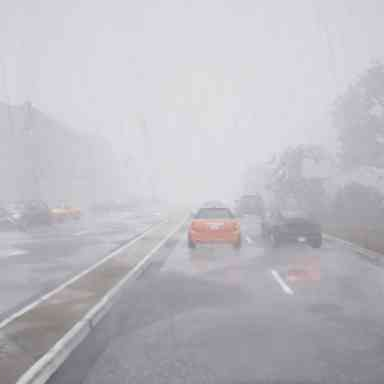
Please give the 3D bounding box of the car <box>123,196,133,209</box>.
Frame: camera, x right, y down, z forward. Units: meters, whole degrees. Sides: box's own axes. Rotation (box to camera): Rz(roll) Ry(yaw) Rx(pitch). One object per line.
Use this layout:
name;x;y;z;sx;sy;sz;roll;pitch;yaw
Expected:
car;-9.498;1.561;43.090;2.002;1.452;4.674;0;0;3

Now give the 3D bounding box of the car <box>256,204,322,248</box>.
car;4.243;1.517;14.781;1.837;1.490;4.892;0;0;3

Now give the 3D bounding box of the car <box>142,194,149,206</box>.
car;-8.879;1.408;54.026;2.185;1.767;4.553;0;0;3

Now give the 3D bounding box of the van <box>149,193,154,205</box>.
van;-8.575;1.314;59.395;1.878;1.987;4.442;0;0;3

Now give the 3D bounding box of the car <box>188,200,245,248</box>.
car;0.996;1.377;14.947;2.097;1.767;4.553;0;0;3

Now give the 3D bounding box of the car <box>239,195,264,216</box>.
car;5.134;1.272;29.818;2.150;2.045;5.566;0;0;3

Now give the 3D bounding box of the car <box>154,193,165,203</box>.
car;-7.938;1.302;70.641;2.435;2.045;5.566;0;0;3

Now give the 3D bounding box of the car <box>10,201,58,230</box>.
car;-10.748;1.369;21.053;2.185;1.767;4.553;0;0;3

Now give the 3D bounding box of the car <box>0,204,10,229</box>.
car;-11.070;1.485;15.319;1.946;1.575;5.366;0;0;3

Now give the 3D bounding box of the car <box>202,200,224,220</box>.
car;1.888;1.542;29.975;1.837;1.490;4.892;0;0;3

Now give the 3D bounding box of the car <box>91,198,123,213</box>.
car;-9.810;1.515;37.578;2.231;1.521;4.892;0;0;3

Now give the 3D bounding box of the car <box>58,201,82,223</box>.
car;-10.445;1.498;26.354;1.946;1.575;5.366;0;0;3

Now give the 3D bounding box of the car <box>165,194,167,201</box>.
car;-7.630;1.560;76.065;2.097;1.535;5.008;0;0;3

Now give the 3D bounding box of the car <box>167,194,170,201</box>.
car;-7.318;1.567;81.582;2.231;1.521;4.892;0;0;3

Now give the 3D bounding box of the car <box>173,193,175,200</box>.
car;-6.691;1.454;92.641;2.185;1.767;4.553;0;0;3

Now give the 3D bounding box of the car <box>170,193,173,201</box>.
car;-7.004;1.447;87.124;2.185;1.767;4.553;0;0;3

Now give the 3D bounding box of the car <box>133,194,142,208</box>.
car;-9.191;1.402;48.510;2.185;1.767;4.553;0;0;3
